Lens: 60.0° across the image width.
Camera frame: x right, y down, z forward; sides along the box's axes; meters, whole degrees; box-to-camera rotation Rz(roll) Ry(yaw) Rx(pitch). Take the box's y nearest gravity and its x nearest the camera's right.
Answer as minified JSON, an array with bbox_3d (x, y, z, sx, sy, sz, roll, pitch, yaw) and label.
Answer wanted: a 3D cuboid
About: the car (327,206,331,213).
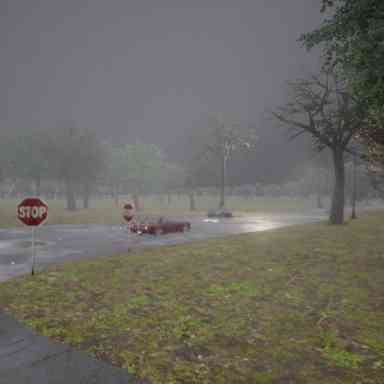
[{"bbox_3d":[32.066,4.004,75.937,2.033,1.411,5.357,1,-1,30],"label":"car"}]

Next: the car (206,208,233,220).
[{"bbox_3d":[3.605,2.783,43.060,1.994,1.385,4.181,1,-1,36],"label":"car"}]

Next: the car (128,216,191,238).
[{"bbox_3d":[-2.080,2.353,23.138,1.895,1.301,4.718,1,-1,36],"label":"car"}]
